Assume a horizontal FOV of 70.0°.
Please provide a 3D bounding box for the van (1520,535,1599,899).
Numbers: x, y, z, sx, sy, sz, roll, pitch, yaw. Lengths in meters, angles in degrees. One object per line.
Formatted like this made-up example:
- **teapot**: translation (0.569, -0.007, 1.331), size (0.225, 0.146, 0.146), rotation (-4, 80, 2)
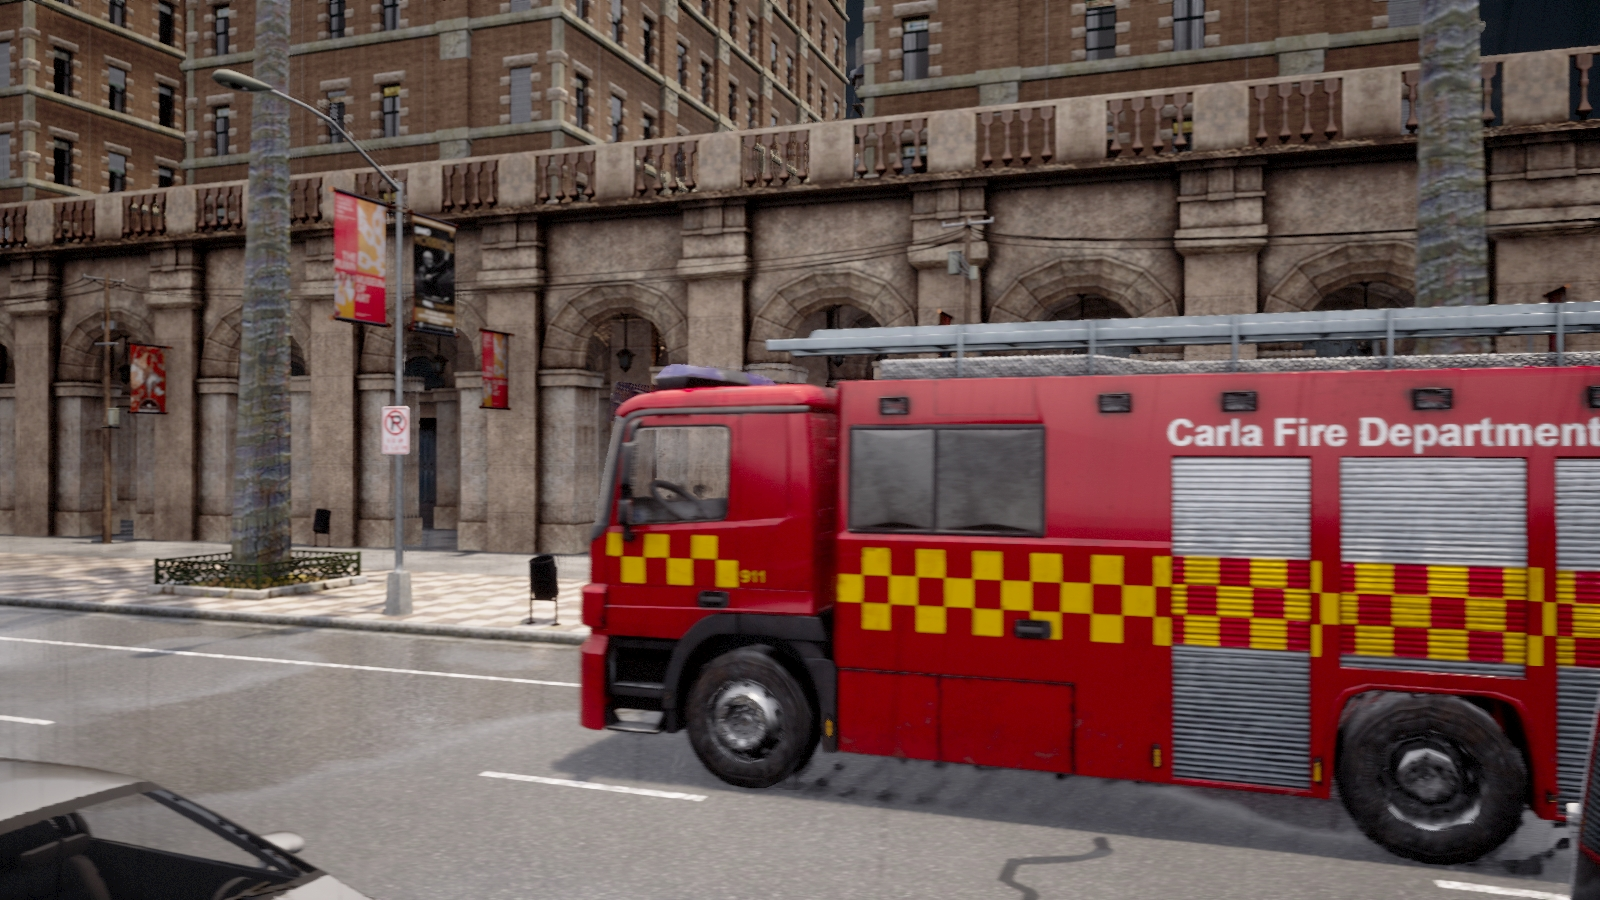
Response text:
- **van**: translation (4.679, 1.537, 1.603), size (5.915, 2.561, 1.988), rotation (0, 0, 20)

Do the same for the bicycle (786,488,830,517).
- **bicycle**: translation (0.343, 2.198, 48.055), size (1.835, 1.171, 0.329), rotation (0, 0, 20)

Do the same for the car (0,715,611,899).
- **car**: translation (-3.033, 2.062, 4.403), size (4.193, 1.474, 1.816), rotation (0, 0, 20)

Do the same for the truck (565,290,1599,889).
- **truck**: translation (2.442, 0.889, 9.804), size (8.468, 3.827, 2.891), rotation (0, 0, 20)
